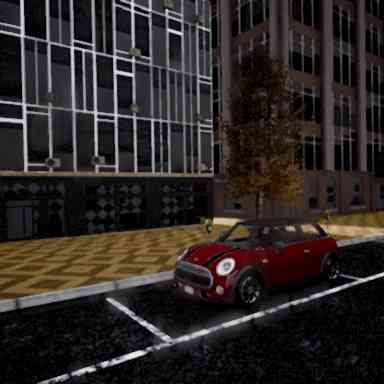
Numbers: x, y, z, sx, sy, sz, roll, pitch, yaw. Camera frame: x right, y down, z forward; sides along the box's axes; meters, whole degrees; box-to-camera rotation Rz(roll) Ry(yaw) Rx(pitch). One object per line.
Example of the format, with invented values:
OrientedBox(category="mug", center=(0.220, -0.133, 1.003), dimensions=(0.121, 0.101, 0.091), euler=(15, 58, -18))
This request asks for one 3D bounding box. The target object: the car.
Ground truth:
OrientedBox(category="car", center=(1.560, 1.369, 7.682), dimensions=(4.097, 1.590, 1.967), euler=(-1, 0, -35))
